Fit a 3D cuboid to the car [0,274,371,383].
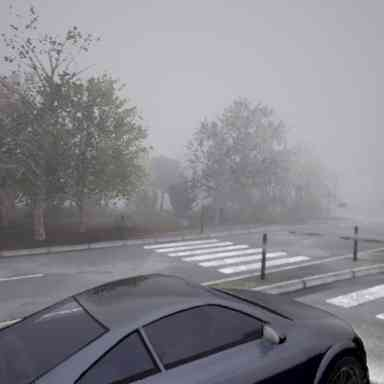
[{"bbox_3d":[-0.135,1.566,3.260,4.181,1.385,1.994,0,0,-34],"label":"car"}]
